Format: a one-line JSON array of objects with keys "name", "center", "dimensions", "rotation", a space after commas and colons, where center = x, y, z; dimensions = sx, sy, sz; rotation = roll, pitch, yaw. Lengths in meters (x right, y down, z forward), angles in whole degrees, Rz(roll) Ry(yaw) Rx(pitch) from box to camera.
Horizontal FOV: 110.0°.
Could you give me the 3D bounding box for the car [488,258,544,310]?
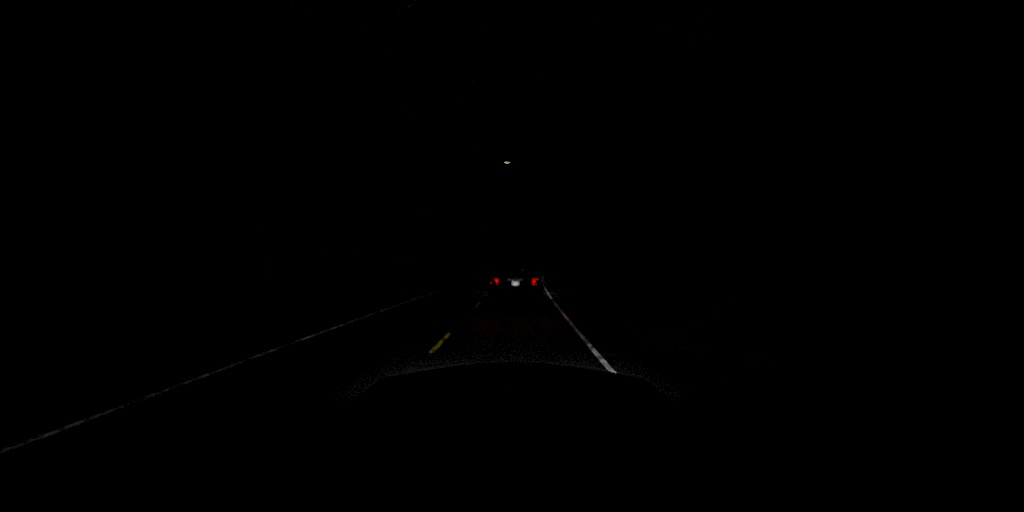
[{"name": "car", "center": [0.208, 1.135, 15.781], "dimensions": [2.150, 2.045, 5.566], "rotation": [0, -1, 2]}]
